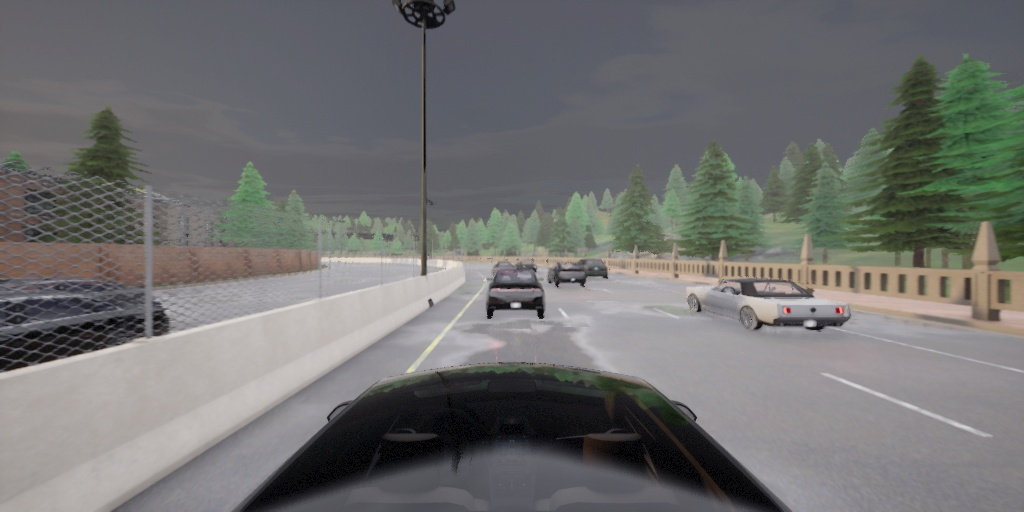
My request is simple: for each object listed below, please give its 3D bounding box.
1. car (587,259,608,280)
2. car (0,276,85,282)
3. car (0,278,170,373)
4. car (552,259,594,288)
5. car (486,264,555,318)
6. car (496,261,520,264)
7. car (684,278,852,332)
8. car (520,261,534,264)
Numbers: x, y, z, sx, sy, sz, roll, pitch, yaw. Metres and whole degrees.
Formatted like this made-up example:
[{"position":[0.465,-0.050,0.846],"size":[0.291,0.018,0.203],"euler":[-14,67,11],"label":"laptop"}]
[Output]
[{"position":[6.386,0.990,30.209],"size":[2.097,1.767,4.553],"euler":[0,0,-6],"label":"car"},{"position":[-10.601,1.214,7.639],"size":[2.128,1.511,4.902],"euler":[0,0,0],"label":"car"},{"position":[-7.102,1.228,4.401],"size":[2.128,1.511,4.902],"euler":[0,0,0],"label":"car"},{"position":[3.429,1.157,23.229],"size":[2.128,1.511,4.902],"euler":[0,0,-3],"label":"car"},{"position":[0.112,1.197,12.755],"size":[2.128,1.511,4.902],"euler":[0,0,0],"label":"car"},{"position":[-0.738,1.196,31.216],"size":[1.994,1.385,4.181],"euler":[0,0,-6],"label":"car"},{"position":[7.112,1.317,10.763],"size":[1.895,1.301,4.718],"euler":[0,0,0],"label":"car"},{"position":[1.408,1.198,40.114],"size":[1.895,1.301,4.718],"euler":[0,0,-11],"label":"car"}]
